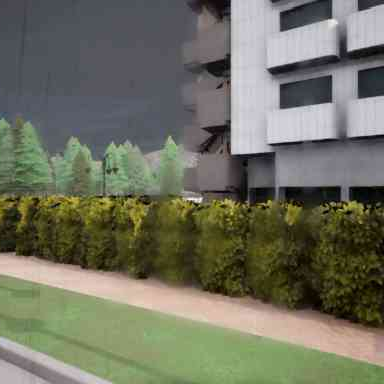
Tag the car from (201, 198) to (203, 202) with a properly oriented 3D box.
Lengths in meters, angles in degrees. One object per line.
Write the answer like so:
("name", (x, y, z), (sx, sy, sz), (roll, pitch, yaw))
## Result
("car", (3.295, 1.222, 41.541), (2.150, 2.045, 5.566), (0, 0, 35))
